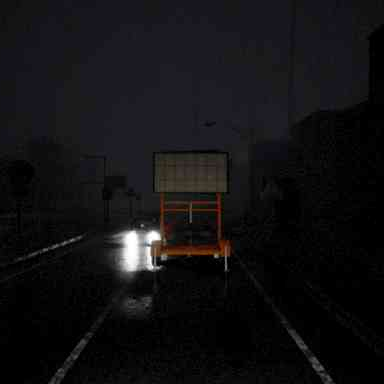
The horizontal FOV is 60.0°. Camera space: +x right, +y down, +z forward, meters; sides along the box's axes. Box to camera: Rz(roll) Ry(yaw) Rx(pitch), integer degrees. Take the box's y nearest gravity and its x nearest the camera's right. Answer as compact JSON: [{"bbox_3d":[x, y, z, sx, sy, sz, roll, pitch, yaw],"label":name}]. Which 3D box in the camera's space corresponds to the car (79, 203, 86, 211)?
[{"bbox_3d":[-21.884,2.626,58.598,4.892,1.521,2.231,0,-1,0],"label":"car"}]

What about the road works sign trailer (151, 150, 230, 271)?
[{"bbox_3d":[-0.038,0.451,10.754,2.380,3.560,2.880,0,-1,0],"label":"road works sign trailer"}]

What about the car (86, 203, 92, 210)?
[{"bbox_3d":[-21.886,2.705,61.871,5.008,1.535,2.097,0,-1,0],"label":"car"}]

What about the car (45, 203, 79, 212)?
[{"bbox_3d":[-21.895,2.585,55.322,4.674,1.452,2.002,0,-1,0],"label":"car"}]

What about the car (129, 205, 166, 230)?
[{"bbox_3d":[-3.245,1.890,24.070,1.895,1.301,4.718,0,0,0],"label":"car"}]

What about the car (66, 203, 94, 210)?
[{"bbox_3d":[-21.870,2.823,65.017,4.674,1.452,2.002,0,-1,0],"label":"car"}]
